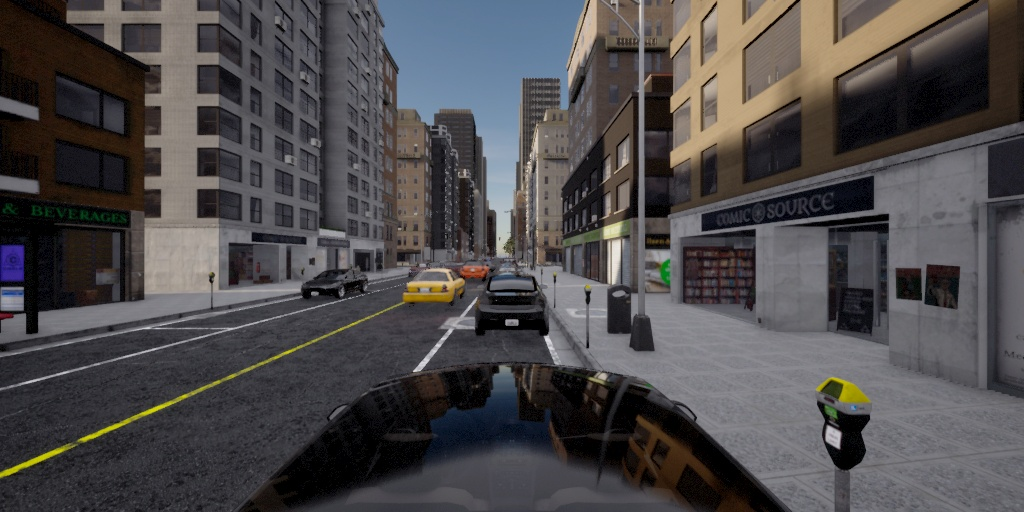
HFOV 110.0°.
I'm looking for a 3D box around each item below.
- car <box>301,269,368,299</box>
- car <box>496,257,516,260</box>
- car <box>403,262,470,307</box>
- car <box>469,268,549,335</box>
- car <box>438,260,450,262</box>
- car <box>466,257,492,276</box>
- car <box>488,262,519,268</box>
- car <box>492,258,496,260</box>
[{"bbox_3d":[-8.813,1.316,18.202,1.948,1.339,4.313,0,0,0],"label":"car"},{"bbox_3d":[-0.288,1.066,40.309,2.192,1.841,5.009,0,0,0],"label":"car"},{"bbox_3d":[-3.146,1.207,15.484,1.801,1.575,5.366,0,0,0],"label":"car"},{"bbox_3d":[0.000,1.254,10.500,1.837,1.490,4.892,0,0,0],"label":"car"},{"bbox_3d":[-6.238,1.352,34.688,1.895,1.301,4.718,0,0,0],"label":"car"},{"bbox_3d":[-3.057,1.102,30.208,2.097,1.767,4.553,0,0,0],"label":"car"},{"bbox_3d":[-0.288,1.301,23.738,2.007,1.370,4.403,0,0,0],"label":"car"},{"bbox_3d":[-3.056,1.315,45.650,1.994,1.385,4.181,0,0,0],"label":"car"}]
